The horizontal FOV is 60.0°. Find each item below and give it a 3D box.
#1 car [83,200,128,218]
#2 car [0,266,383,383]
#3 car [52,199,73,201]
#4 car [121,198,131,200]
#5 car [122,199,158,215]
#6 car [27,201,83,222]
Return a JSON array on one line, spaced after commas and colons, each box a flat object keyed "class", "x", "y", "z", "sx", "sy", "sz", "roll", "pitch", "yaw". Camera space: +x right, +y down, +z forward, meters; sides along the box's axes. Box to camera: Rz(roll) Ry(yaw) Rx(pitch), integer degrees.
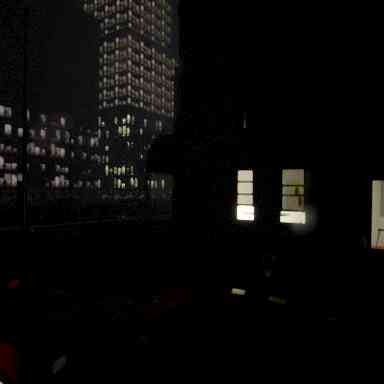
[{"class": "car", "x": -8.631, "y": 1.726, "z": 31.956, "sx": 1.947, "sy": 1.339, "sz": 4.313, "roll": 1, "pitch": 0, "yaw": 34}, {"class": "car", "x": -0.024, "y": 1.544, "z": 2.839, "sx": 4.507, "sy": 1.381, "sz": 1.887, "roll": 0, "pitch": 1, "yaw": 34}, {"class": "car", "x": -15.167, "y": 1.467, "z": 37.700, "sx": 1.967, "sy": 1.590, "sz": 4.097, "roll": 1, "pitch": 0, "yaw": 34}, {"class": "car", "x": -8.393, "y": 1.613, "z": 42.790, "sx": 1.837, "sy": 1.490, "sz": 4.892, "roll": 1, "pitch": 0, "yaw": 34}, {"class": "car", "x": -5.543, "y": 1.768, "z": 36.483, "sx": 1.802, "sy": 1.307, "sz": 4.206, "roll": 1, "pitch": 0, "yaw": 34}, {"class": "car", "x": -11.721, "y": 1.685, "z": 27.428, "sx": 2.008, "sy": 1.369, "sz": 4.403, "roll": 1, "pitch": 0, "yaw": 34}]
